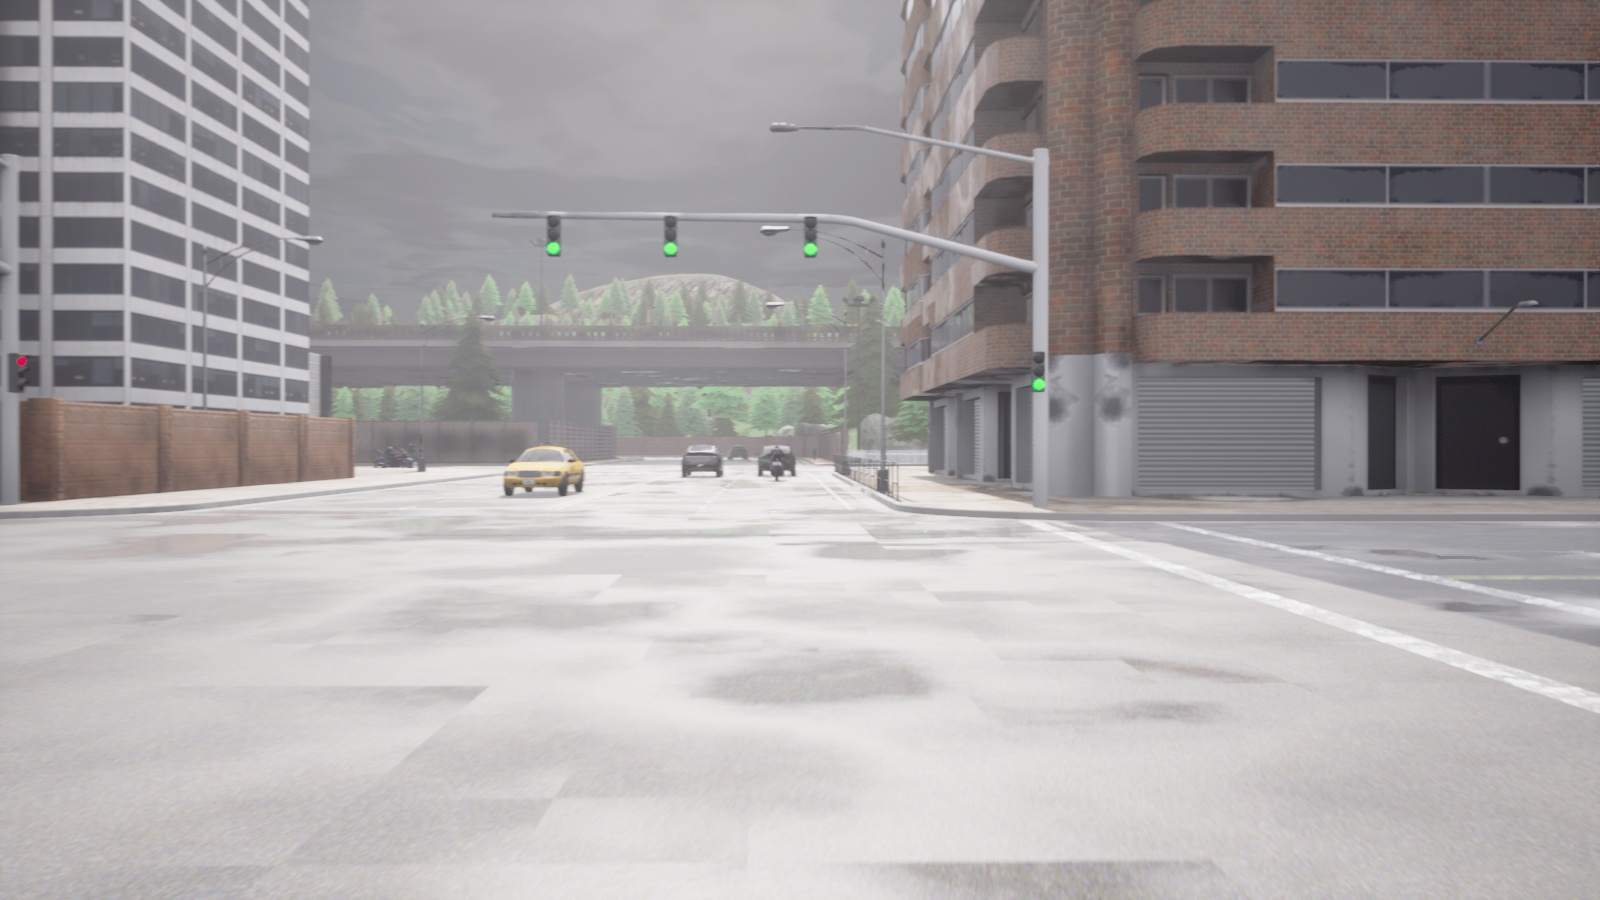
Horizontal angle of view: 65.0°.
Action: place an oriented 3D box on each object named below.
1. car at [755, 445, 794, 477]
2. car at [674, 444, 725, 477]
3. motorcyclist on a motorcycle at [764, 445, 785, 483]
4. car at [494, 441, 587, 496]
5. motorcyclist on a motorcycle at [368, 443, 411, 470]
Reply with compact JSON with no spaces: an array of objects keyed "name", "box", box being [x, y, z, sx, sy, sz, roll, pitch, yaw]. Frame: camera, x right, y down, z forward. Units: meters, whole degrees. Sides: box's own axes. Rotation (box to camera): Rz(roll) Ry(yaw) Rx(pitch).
[{"name":"car","box":[-1.275,0.510,61.655,1.837,1.490,4.892,0,1,-1]},{"name":"car","box":[-4.735,0.459,59.659,2.128,1.511,4.902,0,0,-1]},{"name":"motorcyclist on a motorcycle","box":[-1.079,0.575,52.412,0.866,1.530,2.191,0,0,-1]},{"name":"car","box":[-7.810,0.518,38.276,1.801,1.575,5.366,0,0,-1]},{"name":"motorcyclist on a motorcycle","box":[-23.467,0.390,71.843,2.191,1.530,0.866,0,0,-1]}]
